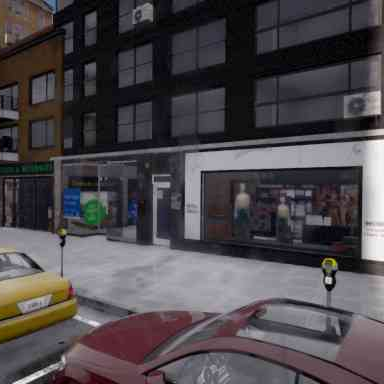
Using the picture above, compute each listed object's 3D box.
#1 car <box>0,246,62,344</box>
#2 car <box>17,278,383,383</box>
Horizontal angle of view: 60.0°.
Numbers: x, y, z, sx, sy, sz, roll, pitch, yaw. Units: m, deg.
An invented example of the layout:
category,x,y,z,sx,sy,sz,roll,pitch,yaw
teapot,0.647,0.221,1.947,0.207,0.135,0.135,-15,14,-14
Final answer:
category,x,y,z,sx,sy,sz,roll,pitch,yaw
car,-4.065,1.523,5.977,4.829,1.417,1.752,0,1,36
car,0.621,1.582,2.634,4.206,1.307,1.802,0,1,36
